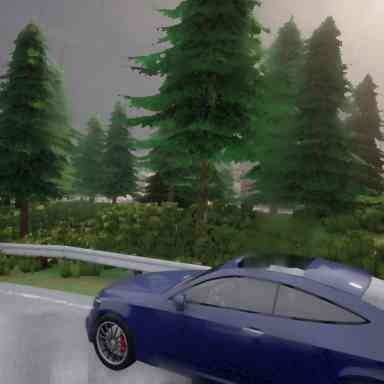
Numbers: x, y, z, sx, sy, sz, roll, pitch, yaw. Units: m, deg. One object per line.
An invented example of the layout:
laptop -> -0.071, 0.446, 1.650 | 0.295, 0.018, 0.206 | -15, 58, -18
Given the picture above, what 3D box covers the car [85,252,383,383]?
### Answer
car -> 0.796, 1.499, 4.072 | 4.674, 1.442, 1.812 | 1, 1, 31
